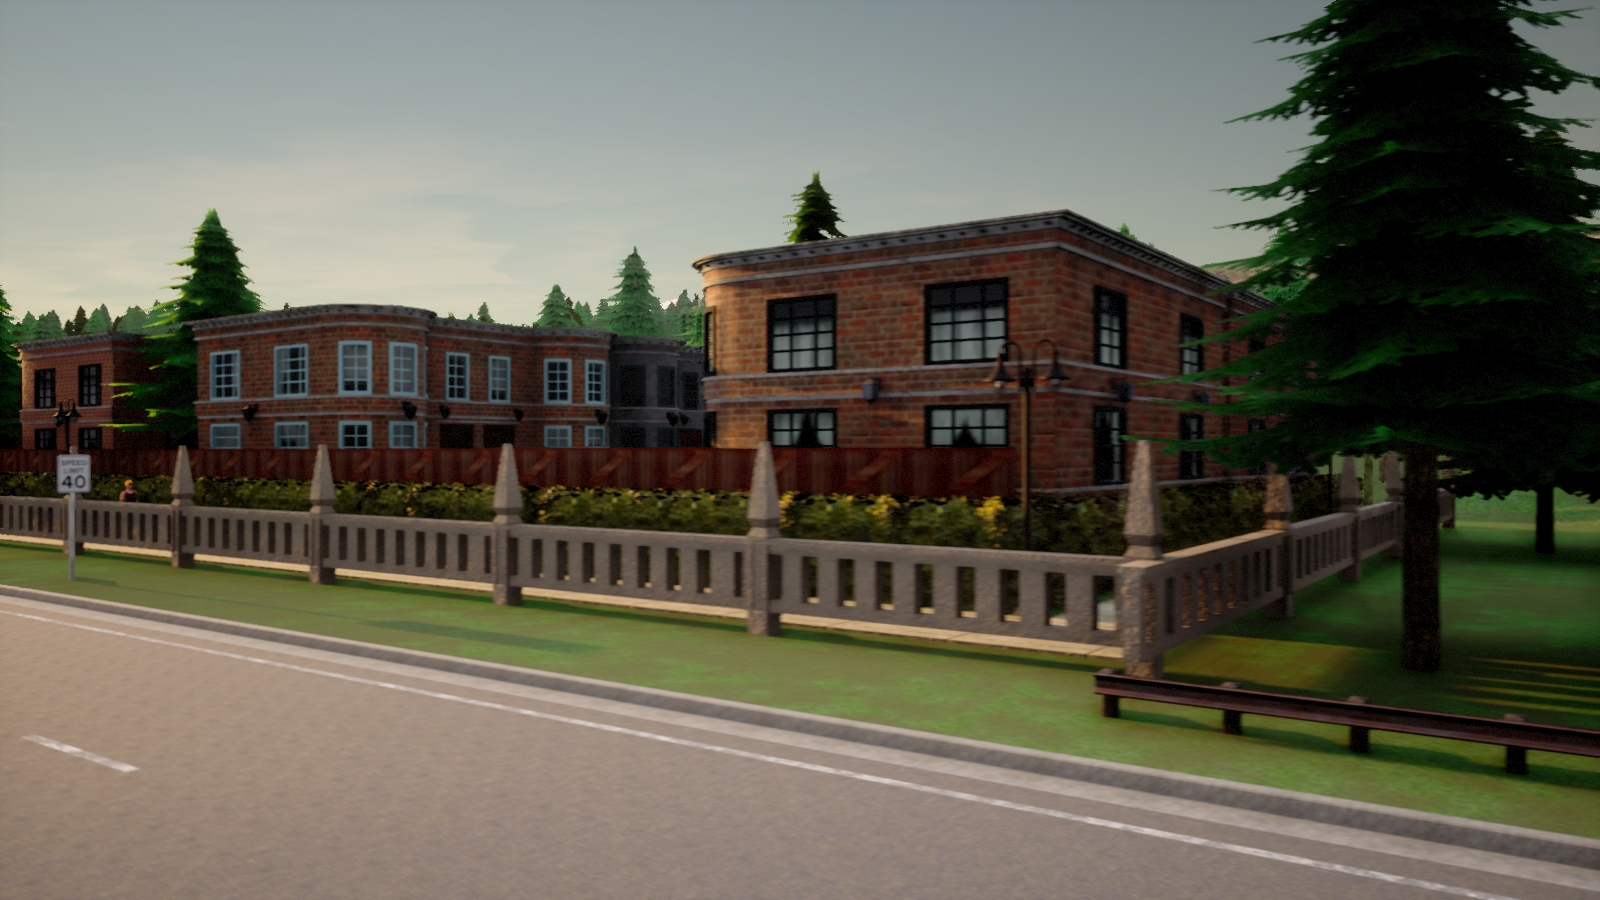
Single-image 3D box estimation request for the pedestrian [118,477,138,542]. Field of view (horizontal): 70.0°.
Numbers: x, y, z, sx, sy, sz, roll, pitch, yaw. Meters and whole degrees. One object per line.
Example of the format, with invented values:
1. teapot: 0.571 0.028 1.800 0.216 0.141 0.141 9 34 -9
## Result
1. pedestrian: -19.513 1.720 33.185 0.375 1.860 0.375 0 0 35
